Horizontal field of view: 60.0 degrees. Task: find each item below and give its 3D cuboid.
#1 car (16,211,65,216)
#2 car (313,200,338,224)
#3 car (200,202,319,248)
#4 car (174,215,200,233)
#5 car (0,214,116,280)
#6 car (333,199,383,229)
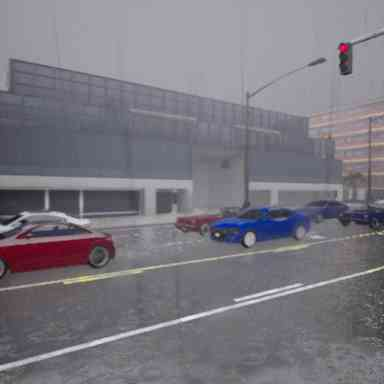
[{"bbox_3d":[-6.082,1.457,12.545,4.674,1.442,1.812,0,0,-36],"label":"car"},{"bbox_3d":[8.931,1.266,22.748,4.674,1.442,1.812,-1,1,-34],"label":"car"},{"bbox_3d":[3.057,1.382,14.512,5.008,1.535,1.882,-1,1,-34],"label":"car"},{"bbox_3d":[1.444,1.486,17.655,4.718,1.301,1.895,-1,1,-34],"label":"car"},{"bbox_3d":[-4.325,1.506,9.492,4.181,1.385,1.994,0,0,-34],"label":"car"},{"bbox_3d":[10.769,1.358,19.766,4.718,1.301,1.895,-1,1,-34],"label":"car"}]
